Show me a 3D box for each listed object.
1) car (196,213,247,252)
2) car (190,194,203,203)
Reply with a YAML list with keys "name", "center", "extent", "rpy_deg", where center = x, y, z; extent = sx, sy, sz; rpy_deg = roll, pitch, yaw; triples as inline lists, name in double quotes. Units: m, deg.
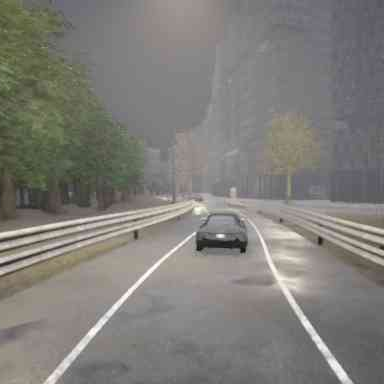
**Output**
- name: "car"
  center: [1.315, 1.575, 14.111]
  extent: [1.994, 1.385, 4.181]
  rpy_deg: [0, 0, 8]
- name: "car"
  center: [0.932, 1.289, 69.944]
  extent: [2.097, 1.767, 4.553]
  rpy_deg: [0, 0, -11]
